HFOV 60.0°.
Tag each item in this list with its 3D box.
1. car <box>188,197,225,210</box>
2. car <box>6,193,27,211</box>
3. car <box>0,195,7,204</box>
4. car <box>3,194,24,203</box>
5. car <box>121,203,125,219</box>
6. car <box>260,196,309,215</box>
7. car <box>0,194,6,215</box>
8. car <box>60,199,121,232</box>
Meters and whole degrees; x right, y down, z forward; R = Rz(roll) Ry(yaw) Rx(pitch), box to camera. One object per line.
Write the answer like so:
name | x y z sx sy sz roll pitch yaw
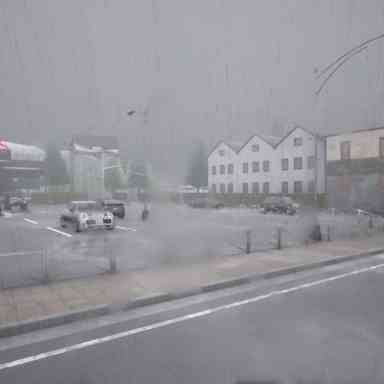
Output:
car | 1.642 1.371 40.208 2.033 1.411 5.357 0 0 -35
car | -20.120 1.092 37.950 1.905 1.878 3.866 0 0 -36
car | -39.486 1.495 65.901 4.611 1.667 2.242 0 0 -36
car | -39.260 1.328 73.030 3.866 1.878 1.905 0 0 -36
car | -6.733 1.313 25.548 2.007 1.523 4.514 0 0 -36
car | 8.475 1.176 30.615 2.097 1.767 4.553 0 0 -35
car | -18.207 1.113 29.640 1.932 1.855 4.605 0 0 -36
car | -5.603 1.248 17.685 1.970 1.475 3.806 0 0 -36
